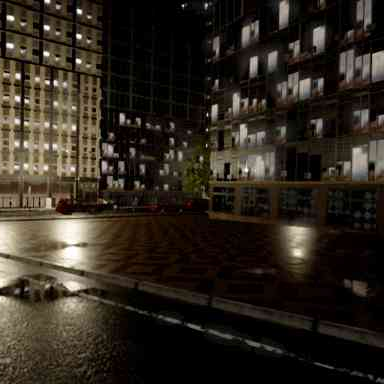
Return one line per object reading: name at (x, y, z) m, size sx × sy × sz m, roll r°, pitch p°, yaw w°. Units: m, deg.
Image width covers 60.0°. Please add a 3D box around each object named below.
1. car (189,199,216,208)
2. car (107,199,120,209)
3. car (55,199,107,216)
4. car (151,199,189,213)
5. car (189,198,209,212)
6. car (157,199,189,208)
car at (1.813, 1.884, 56.095) m, size 4.313 × 1.339 × 1.947 m, roll 1°, pitch 1°, yaw -34°
car at (-12.239, 1.734, 46.515) m, size 4.403 × 1.369 × 2.008 m, roll 1°, pitch 1°, yaw -34°
car at (-12.481, 1.657, 36.807) m, size 5.009 × 1.841 × 2.192 m, roll 1°, pitch 1°, yaw -34°
car at (-3.118, 1.976, 43.198) m, size 4.507 × 1.381 × 1.887 m, roll 1°, pitch 1°, yaw -34°
car at (1.571, 1.791, 46.387) m, size 5.009 × 1.841 × 2.192 m, roll 1°, pitch 1°, yaw -34°
car at (-3.011, 1.797, 52.805) m, size 4.829 × 1.417 × 1.752 m, roll 1°, pitch 1°, yaw -34°
